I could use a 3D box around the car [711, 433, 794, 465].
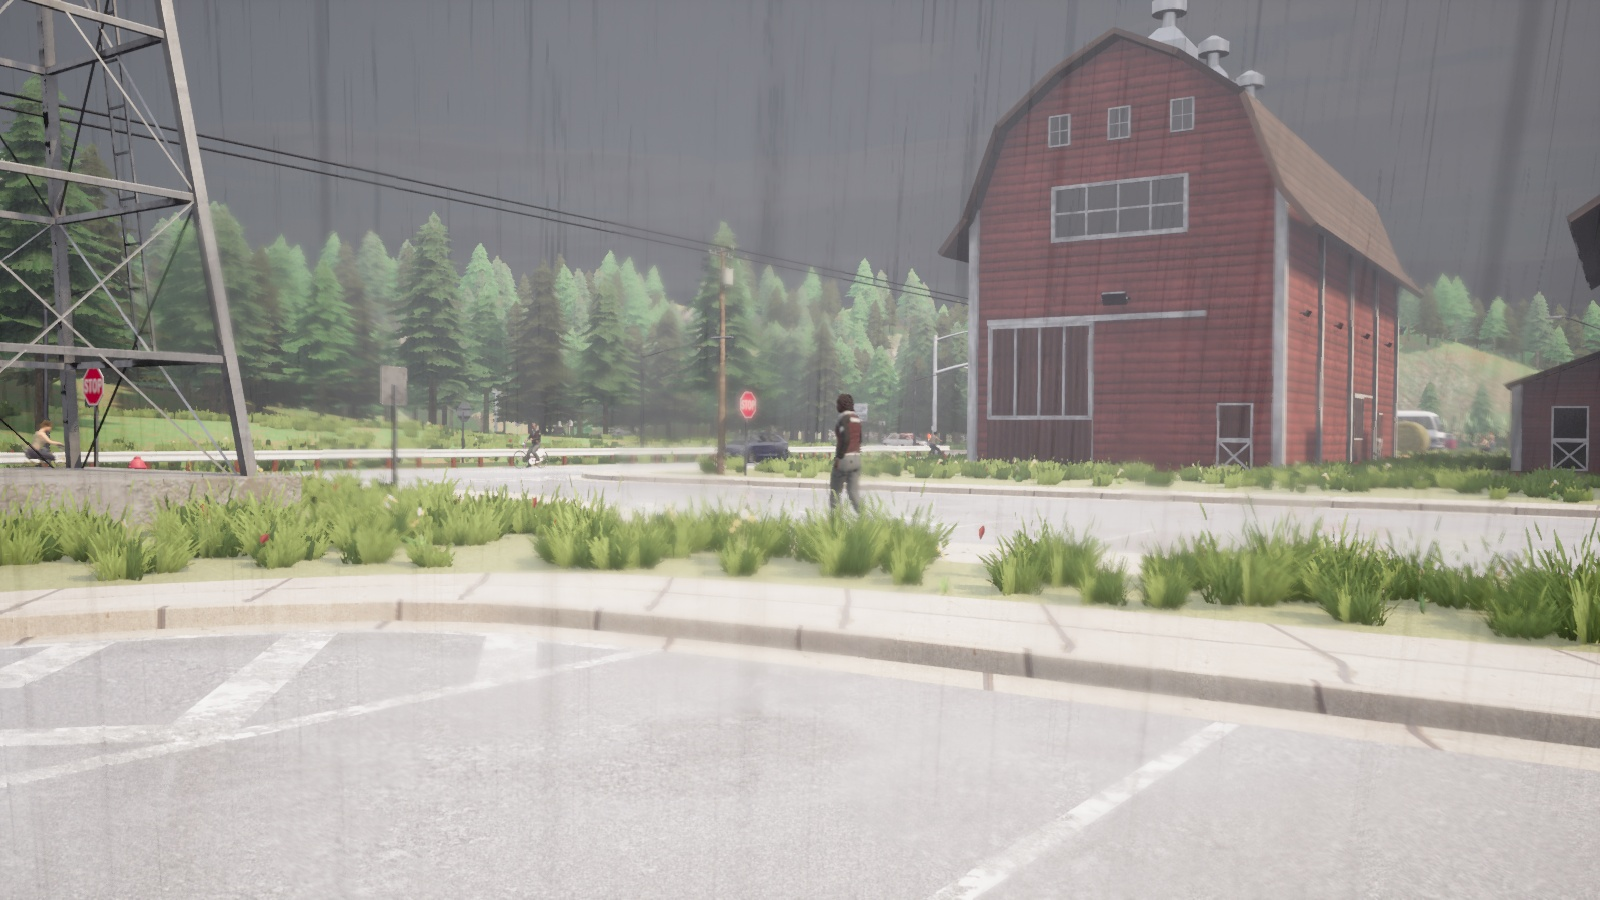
[{"bbox_3d":[-2.251,-0.057,60.205,1.816,1.474,4.193,0,1,34],"label":"car"}]

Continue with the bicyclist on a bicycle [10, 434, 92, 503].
[{"bbox_3d":[-18.050,0.418,30.281,0.866,1.612,1.509,2,2,44],"label":"bicyclist on a bicycle"}]

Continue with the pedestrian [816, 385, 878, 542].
[{"bbox_3d":[0.588,0.165,15.873,0.666,1.930,0.402,0,1,42],"label":"pedestrian"}]

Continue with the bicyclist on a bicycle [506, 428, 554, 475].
[{"bbox_3d":[-10.356,0.037,48.266,0.659,1.776,1.843,0,1,34],"label":"bicyclist on a bicycle"}]

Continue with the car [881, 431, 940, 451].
[{"bbox_3d":[8.044,-0.656,91.802,3.806,1.475,1.970,0,1,33],"label":"car"}]
